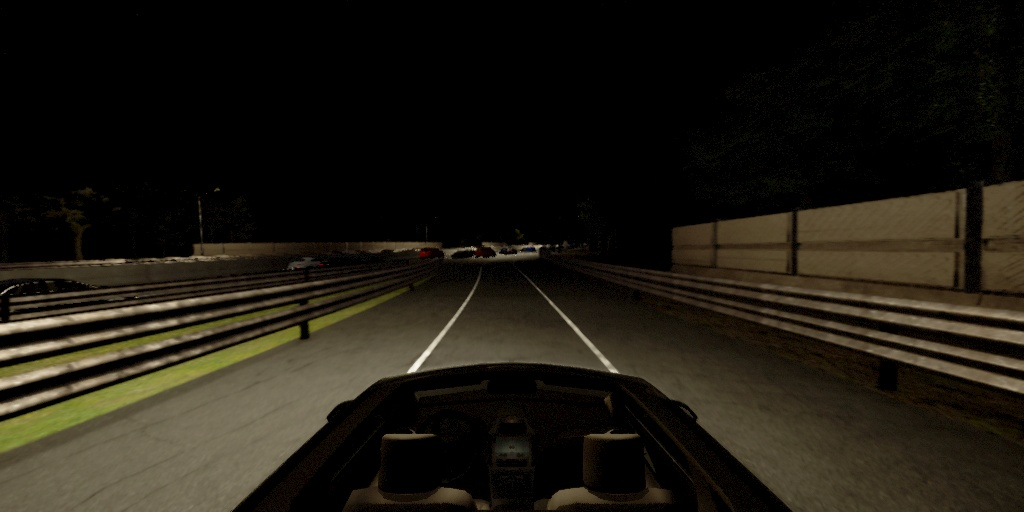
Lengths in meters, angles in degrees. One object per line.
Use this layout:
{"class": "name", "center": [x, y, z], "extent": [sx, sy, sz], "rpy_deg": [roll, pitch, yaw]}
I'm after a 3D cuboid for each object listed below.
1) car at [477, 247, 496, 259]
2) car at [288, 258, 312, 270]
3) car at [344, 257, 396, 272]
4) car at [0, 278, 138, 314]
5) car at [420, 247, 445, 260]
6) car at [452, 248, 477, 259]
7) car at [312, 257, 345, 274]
{"class": "car", "center": [-4.466, -0.623, 61.997], "extent": [2.150, 2.045, 5.566], "rpy_deg": [0, 2, 16]}
{"class": "car", "center": [-19.399, 0.866, 34.972], "extent": [1.812, 1.442, 4.674], "rpy_deg": [0, 2, 16]}
{"class": "car", "center": [-12.660, 0.818, 33.073], "extent": [1.882, 1.535, 5.008], "rpy_deg": [0, 2, 16]}
{"class": "car", "center": [-18.051, 1.635, 14.043], "extent": [1.837, 1.490, 4.892], "rpy_deg": [0, 2, 16]}
{"class": "car", "center": [-12.836, -0.390, 58.135], "extent": [2.150, 2.045, 5.566], "rpy_deg": [0, 2, 16]}
{"class": "car", "center": [-8.389, -0.215, 60.992], "extent": [2.033, 1.411, 5.357], "rpy_deg": [0, 2, 16]}
{"class": "car", "center": [-16.030, 0.842, 34.020], "extent": [1.837, 1.490, 4.892], "rpy_deg": [0, 2, 16]}
